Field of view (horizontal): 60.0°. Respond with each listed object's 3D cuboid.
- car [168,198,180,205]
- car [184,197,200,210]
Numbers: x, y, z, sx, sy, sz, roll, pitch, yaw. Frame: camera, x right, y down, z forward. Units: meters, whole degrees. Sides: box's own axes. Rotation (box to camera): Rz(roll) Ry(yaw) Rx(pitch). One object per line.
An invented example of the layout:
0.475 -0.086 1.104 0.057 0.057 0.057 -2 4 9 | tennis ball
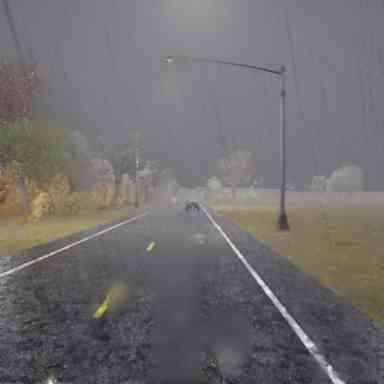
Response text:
-3.524 1.858 65.128 1.812 1.442 4.674 0 0 0 | car
0.093 1.747 46.415 1.837 1.490 4.892 0 0 0 | car
